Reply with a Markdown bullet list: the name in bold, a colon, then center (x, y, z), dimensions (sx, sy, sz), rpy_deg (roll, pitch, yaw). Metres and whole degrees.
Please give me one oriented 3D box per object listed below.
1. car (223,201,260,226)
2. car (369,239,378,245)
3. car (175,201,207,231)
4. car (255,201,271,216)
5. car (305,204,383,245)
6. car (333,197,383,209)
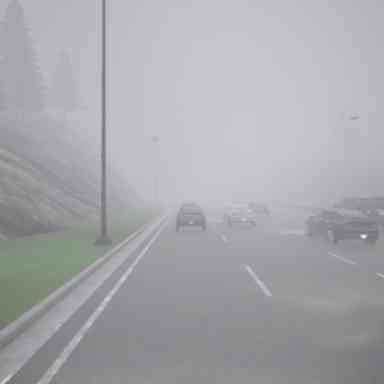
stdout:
- **car**: center (3.374, 1.619, 24.238), dimensions (1.812, 1.442, 4.674), rpy_deg (0, 0, -1)
- **car**: center (3.579, 1.486, 2.369), dimensions (1.882, 1.535, 5.008), rpy_deg (0, 0, 0)
- **car**: center (-0.084, 1.574, 21.391), dimensions (2.128, 1.511, 4.902), rpy_deg (0, 0, -1)
- **car**: center (6.779, 1.680, 34.667), dimensions (2.033, 1.411, 5.357), rpy_deg (0, 0, -1)
- **car**: center (6.968, 1.564, 15.964), dimensions (1.837, 1.490, 4.892), rpy_deg (0, 0, -1)
- **car**: center (10.421, 1.299, 20.960), dimensions (2.150, 2.045, 5.566), rpy_deg (0, 0, -1)
